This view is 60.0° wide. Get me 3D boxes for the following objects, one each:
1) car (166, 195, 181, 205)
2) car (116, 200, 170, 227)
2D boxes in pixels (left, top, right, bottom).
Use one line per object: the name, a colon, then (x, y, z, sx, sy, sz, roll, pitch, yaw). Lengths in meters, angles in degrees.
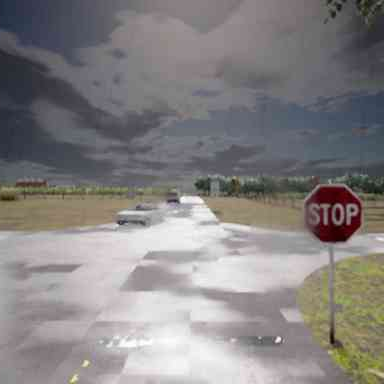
car: (-2.651, 1.107, 47.891, 1.895, 1.301, 4.718, 0, 1, 0)
car: (-3.223, 1.451, 21.962, 1.895, 1.301, 4.718, 0, 1, 13)
